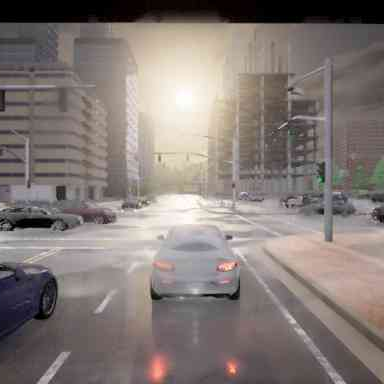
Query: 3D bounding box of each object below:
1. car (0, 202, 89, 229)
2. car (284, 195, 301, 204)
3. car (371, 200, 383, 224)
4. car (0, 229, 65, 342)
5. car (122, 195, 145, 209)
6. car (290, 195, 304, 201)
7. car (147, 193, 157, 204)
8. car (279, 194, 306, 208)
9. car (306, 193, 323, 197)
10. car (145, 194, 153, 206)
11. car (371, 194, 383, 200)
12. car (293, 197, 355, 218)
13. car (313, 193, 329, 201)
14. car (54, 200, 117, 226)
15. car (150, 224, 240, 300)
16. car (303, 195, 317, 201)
[{"bbox_3d":[-8.860,1.492,19.231,4.902,1.511,2.128,0,0,-1],"label":"car"},{"bbox_3d":[18.577,1.395,61.749,1.970,1.475,3.806,0,0,0],"label":"car"},{"bbox_3d":[15.024,1.505,22.848,4.892,1.490,1.837,0,0,1],"label":"car"},{"bbox_3d":[-3.442,1.526,4.387,1.812,1.442,4.674,0,0,0],"label":"car"},{"bbox_3d":[-8.090,1.352,44.850,2.097,1.767,4.553,0,0,0],"label":"car"},{"bbox_3d":[24.272,1.395,76.878,1.970,1.475,3.806,0,0,0],"label":"car"},{"bbox_3d":[-8.207,1.221,65.881,2.150,2.045,5.566,0,0,-1],"label":"car"},{"bbox_3d":[13.061,1.153,44.309,1.932,1.855,4.605,0,0,0],"label":"car"},{"bbox_3d":[15.956,1.156,44.268,1.905,1.878,3.866,0,0,0],"label":"car"},{"bbox_3d":[-8.168,1.477,55.300,1.882,1.535,5.008,0,0,0],"label":"car"},{"bbox_3d":[35.474,1.153,61.921,1.932,1.855,4.605,0,0,0],"label":"car"},{"bbox_3d":[12.096,1.491,30.074,4.902,1.511,2.128,0,0,0],"label":"car"},{"bbox_3d":[29.850,1.153,76.955,1.932,1.855,4.605,0,0,0],"label":"car"},{"bbox_3d":[-7.507,1.352,22.751,4.553,1.767,2.097,0,0,-1],"label":"car"},{"bbox_3d":[0.070,1.526,8.262,1.812,1.442,4.674,0,0,0],"label":"car"},{"bbox_3d":[27.167,1.364,76.892,1.784,1.438,3.905,0,0,0],"label":"car"}]
